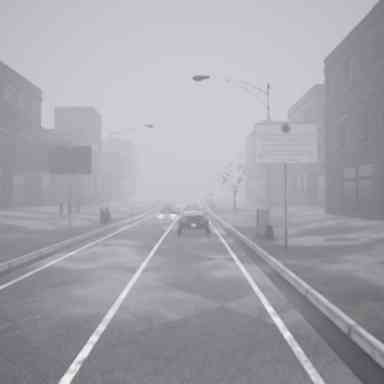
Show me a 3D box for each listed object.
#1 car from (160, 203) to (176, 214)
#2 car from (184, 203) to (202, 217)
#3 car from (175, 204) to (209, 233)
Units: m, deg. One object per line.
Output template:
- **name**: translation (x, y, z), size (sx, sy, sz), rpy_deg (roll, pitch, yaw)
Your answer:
- **car**: translation (-3.096, 2.109, 43.103), size (1.895, 1.301, 4.718), rpy_deg (0, 0, 0)
- **car**: translation (0.088, 2.032, 38.675), size (1.994, 1.385, 4.181), rpy_deg (0, -1, 0)
- **car**: translation (0.093, 1.699, 20.635), size (1.812, 1.442, 4.674), rpy_deg (0, -1, 0)
